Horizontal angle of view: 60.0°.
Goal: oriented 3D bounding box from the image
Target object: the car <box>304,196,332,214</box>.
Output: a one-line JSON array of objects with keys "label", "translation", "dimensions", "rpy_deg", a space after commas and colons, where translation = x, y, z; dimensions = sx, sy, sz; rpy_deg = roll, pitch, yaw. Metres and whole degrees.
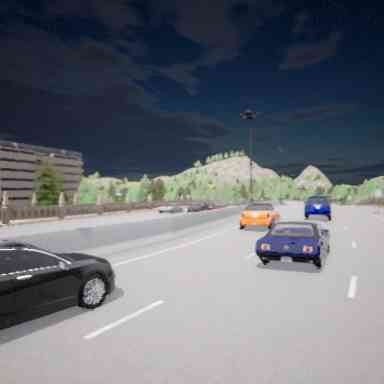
[{"label": "car", "translation": [11.348, 1.375, 29.933], "dimensions": [2.150, 2.045, 5.566], "rpy_deg": [-1, -1, 21]}]

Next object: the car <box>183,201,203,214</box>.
[{"label": "car", "translation": [0.934, 1.957, 42.531], "dimensions": [1.837, 1.490, 4.892], "rpy_deg": [-1, -1, 21]}]

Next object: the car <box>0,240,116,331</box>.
[{"label": "car", "translation": [-3.489, 1.615, 5.853], "dimensions": [1.837, 1.490, 4.892], "rpy_deg": [-1, -1, 32]}]

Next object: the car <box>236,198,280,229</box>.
[{"label": "car", "translation": [4.738, 1.524, 22.661], "dimensions": [2.097, 1.767, 4.553], "rpy_deg": [-1, -1, 22]}]

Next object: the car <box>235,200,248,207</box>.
[{"label": "car", "translation": [12.308, 2.855, 82.430], "dimensions": [2.128, 1.511, 4.902], "rpy_deg": [-1, -5, 21]}]

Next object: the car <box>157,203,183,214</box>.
[{"label": "car", "translation": [-2.721, 2.108, 42.762], "dimensions": [1.895, 1.301, 4.718], "rpy_deg": [-1, -1, 21]}]

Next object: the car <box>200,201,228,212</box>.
[{"label": "car", "translation": [2.890, 1.969, 37.806], "dimensions": [1.895, 1.301, 4.718], "rpy_deg": [-1, -1, 21]}]

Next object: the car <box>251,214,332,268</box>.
[{"label": "car", "translation": [3.744, 1.670, 11.643], "dimensions": [1.895, 1.301, 4.718], "rpy_deg": [-1, -1, 27]}]

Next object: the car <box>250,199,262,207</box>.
[{"label": "car", "translation": [15.596, 2.625, 81.239], "dimensions": [2.097, 1.767, 4.553], "rpy_deg": [-1, -5, 21]}]
